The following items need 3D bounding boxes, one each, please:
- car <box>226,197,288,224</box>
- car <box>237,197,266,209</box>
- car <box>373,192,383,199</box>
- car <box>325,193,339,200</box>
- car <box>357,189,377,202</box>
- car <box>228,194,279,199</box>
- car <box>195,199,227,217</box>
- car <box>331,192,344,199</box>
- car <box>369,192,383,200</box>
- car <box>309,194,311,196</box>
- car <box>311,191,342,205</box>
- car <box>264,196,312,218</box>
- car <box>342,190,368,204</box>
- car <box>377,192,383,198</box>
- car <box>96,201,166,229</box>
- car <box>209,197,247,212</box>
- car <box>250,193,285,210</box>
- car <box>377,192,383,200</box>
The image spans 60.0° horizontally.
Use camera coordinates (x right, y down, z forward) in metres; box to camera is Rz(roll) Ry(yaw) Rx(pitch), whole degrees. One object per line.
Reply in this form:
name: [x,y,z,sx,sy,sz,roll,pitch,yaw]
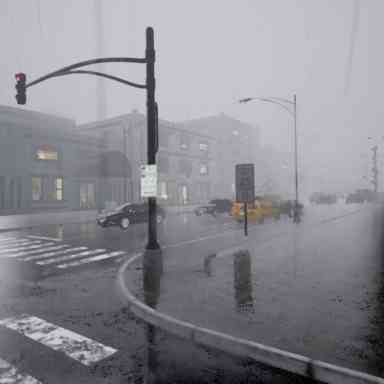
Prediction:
car: [4.384,1.242,21.839,1.752,1.417,4.829,-1,0,36]
car: [7.264,1.293,40.058,1.802,1.307,4.206,-1,0,36]
car: [40.055,0.720,70.942,1.947,1.339,4.313,-1,0,36]
car: [30.026,0.935,71.392,1.802,1.307,4.206,-1,0,36]
car: [26.940,0.576,52.201,2.150,2.045,5.566,-1,0,36]
car: [5.161,1.068,27.340,2.097,1.767,4.553,-1,0,36]
car: [2.125,1.306,28.574,1.812,1.442,4.674,-1,0,36]
car: [33.277,0.743,75.868,1.967,1.590,4.097,-1,0,36]
car: [36.803,0.770,66.465,1.947,1.339,4.313,-1,0,36]
car: [23.519,0.768,62.439,2.192,1.841,5.009,-1,0,36]
car: [18.620,0.994,45.904,2.128,1.511,4.902,-1,0,36]
car: [7.536,1.217,26.178,2.008,1.369,4.403,-1,0,36]
car: [22.845,0.924,46.490,1.837,1.490,4.892,-1,0,36]
car: [43.133,0.652,75.166,1.887,1.381,4.507,-1,0,36]
car: [-3.651,1.378,20.641,1.837,1.490,4.892,-1,0,36]
car: [3.911,1.289,35.443,1.752,1.417,4.829,-1,0,36]
car: [8.546,1.029,37.409,2.097,1.767,4.553,-1,0,36]
car: [33.549,0.570,61.988,2.192,1.841,5.009,-1,0,36]
